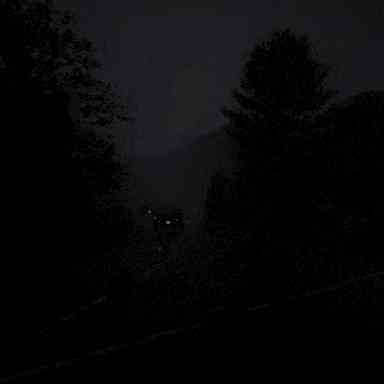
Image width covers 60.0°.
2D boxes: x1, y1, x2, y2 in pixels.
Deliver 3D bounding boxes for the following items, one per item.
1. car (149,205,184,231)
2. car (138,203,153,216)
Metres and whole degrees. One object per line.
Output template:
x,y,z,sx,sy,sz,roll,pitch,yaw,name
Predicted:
-1.553,1.629,21.612,1.812,1.442,4.674,-5,-1,-4,car
-5.873,2.260,43.525,1.837,1.490,4.892,-6,-1,-14,car
